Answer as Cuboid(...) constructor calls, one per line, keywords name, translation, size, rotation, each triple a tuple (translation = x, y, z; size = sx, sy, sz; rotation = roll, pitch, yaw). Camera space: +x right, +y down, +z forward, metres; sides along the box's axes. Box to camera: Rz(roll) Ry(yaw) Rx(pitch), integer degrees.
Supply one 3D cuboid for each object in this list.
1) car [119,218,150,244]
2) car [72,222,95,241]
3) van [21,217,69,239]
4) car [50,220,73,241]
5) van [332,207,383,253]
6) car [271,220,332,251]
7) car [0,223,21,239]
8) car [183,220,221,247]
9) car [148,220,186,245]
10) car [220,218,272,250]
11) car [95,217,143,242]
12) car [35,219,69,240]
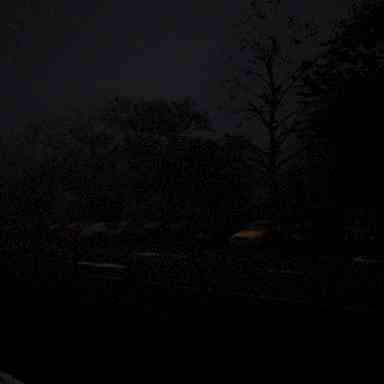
Cuboid(name="car", translation=(-2.610, 2.867, 24.601), size=(2.097, 1.535, 5.008), rotation=(-4, -2, 35))
Cuboid(name="car", translation=(-7.128, 3.244, 27.805), size=(2.002, 1.452, 4.674), rotation=(-4, -2, 35))
Cuboid(name="van", translation=(-13.846, 3.484, 32.729), size=(1.878, 1.987, 4.442), rotation=(-4, -3, 35))
Cuboid(name="car", translation=(-9.389, 3.372, 29.410), size=(2.097, 1.535, 5.008), rotation=(-4, -2, 35))
Cuboid(name="van", translation=(8.594, 1.806, 16.481), size=(1.878, 1.987, 4.442), rotation=(-4, -2, 35))
Cuboid(name="car", translation=(6.435, 2.228, 18.197), size=(2.163, 1.488, 4.792), rotation=(-4, -2, 35))
Cuboid(name="car", translation=(-18.432, 4.077, 35.812), size=(2.163, 1.488, 4.792), rotation=(-4, -3, 35))
Cuboid(name="car", translation=(1.919, 2.562, 21.408), size=(2.163, 1.488, 4.792), rotation=(-4, -2, 35))
Cuboid(name="car", translation=(-0.359, 2.701, 22.986), size=(2.231, 1.521, 4.892), rotation=(-4, -2, 35))
Cuboid(name="car", translation=(4.050, 2.362, 19.629), size=(1.946, 1.575, 5.366), rotation=(-4, -2, 35))
Cuboid(name="car", translation=(-4.859, 2.910, 26.232), size=(2.185, 1.767, 4.553), rotation=(-4, -2, 35))
Cuboid(name="car", translation=(-11.645, 3.581, 31.016), size=(2.002, 1.452, 4.674), rotation=(-4, -3, 35))
